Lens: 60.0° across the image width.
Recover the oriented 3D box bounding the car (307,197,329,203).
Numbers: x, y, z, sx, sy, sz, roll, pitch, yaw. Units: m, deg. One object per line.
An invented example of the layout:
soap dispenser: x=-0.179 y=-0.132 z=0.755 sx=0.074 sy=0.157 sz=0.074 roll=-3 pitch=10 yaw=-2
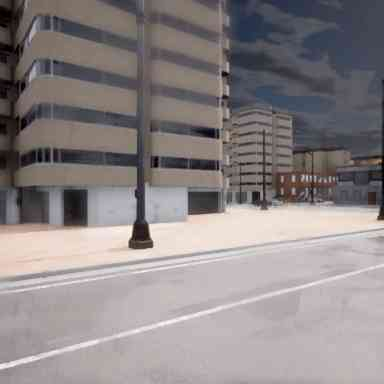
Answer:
car: x=28.589 y=1.796 z=76.458 sx=1.970 sy=1.475 sz=3.806 roll=0 pitch=-1 yaw=-37

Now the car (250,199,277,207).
car: x=13.503 y=2.153 z=64.945 sx=1.837 sy=1.490 sz=4.892 roll=0 pitch=-1 yaw=-37

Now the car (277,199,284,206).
car: x=16.302 y=2.170 z=67.045 sx=1.812 sy=1.442 sz=4.674 roll=0 pitch=-1 yaw=-37

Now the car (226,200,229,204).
car: x=6.809 y=2.213 z=79.697 sx=1.812 sy=1.442 sz=4.674 roll=0 pitch=0 yaw=-37

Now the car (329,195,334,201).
car: x=35.713 y=1.423 z=80.455 sx=2.152 sy=1.636 sz=5.027 roll=0 pitch=0 yaw=-37
